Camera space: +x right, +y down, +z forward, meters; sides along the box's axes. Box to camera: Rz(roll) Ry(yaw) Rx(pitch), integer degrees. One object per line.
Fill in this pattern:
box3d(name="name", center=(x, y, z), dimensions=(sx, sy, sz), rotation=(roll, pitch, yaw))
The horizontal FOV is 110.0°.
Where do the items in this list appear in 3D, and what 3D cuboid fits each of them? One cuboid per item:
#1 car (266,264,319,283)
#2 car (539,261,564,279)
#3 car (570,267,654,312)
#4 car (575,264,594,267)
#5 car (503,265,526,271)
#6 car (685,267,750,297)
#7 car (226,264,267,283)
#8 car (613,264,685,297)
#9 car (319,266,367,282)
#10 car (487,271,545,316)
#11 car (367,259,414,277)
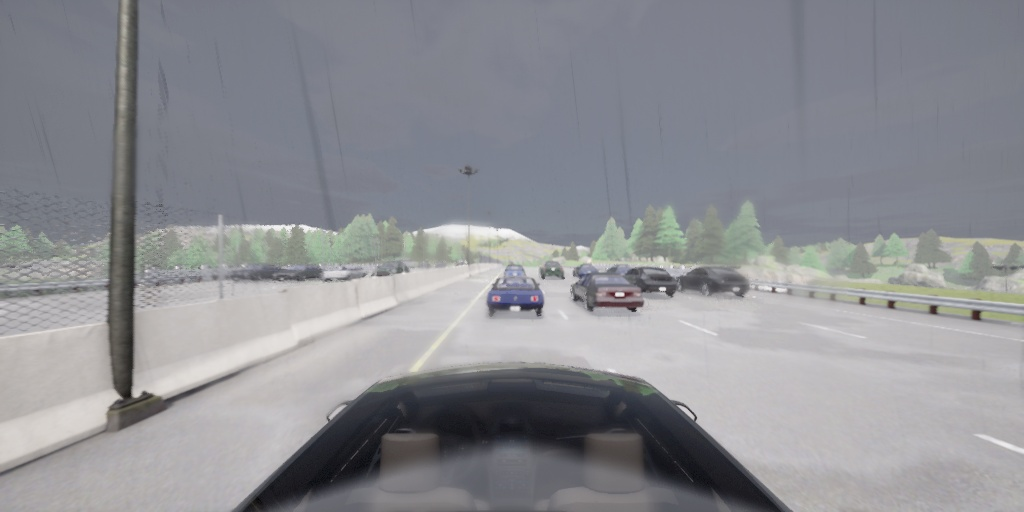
box3d(name="car", center=(-17.487, 1.408, 29.975), dimensions=(2.033, 1.411, 5.357), rotation=(0, 0, 0))
box3d(name="car", center=(3.730, 1.251, 34.537), dimensions=(2.097, 1.767, 4.553), rotation=(0, 0, 0))
box3d(name="car", center=(3.642, 1.358, 14.583), dimensions=(2.033, 1.411, 5.357), rotation=(0, 0, 0))
box3d(name="car", center=(7.235, 1.470, 35.419), dimensions=(1.994, 1.385, 4.181), rotation=(0, 0, 0))
box3d(name="car", center=(0.205, 1.421, 29.547), dimensions=(2.033, 1.411, 5.357), rotation=(0, 0, 0))
box3d(name="car", center=(10.666, 1.343, 19.450), dimensions=(1.837, 1.490, 4.892), rotation=(0, 0, 0))
box3d(name="car", center=(-20.987, 1.406, 29.982), dimensions=(2.033, 1.411, 5.357), rotation=(0, 0, 0))
box3d(name="car", center=(7.166, 1.340, 19.454), dimensions=(1.837, 1.490, 4.892), rotation=(0, 0, 0))
box3d(name="car", center=(-13.983, 1.467, 30.424), dimensions=(1.895, 1.301, 4.718), rotation=(0, 0, 0))
box3d(name="car", center=(0.134, 1.405, 13.640), dimensions=(1.895, 1.301, 4.718), rotation=(0, 0, 0))
box3d(name="car", center=(-10.478, 1.225, 31.340), dimensions=(2.097, 1.767, 4.553), rotation=(0, 0, 0))
